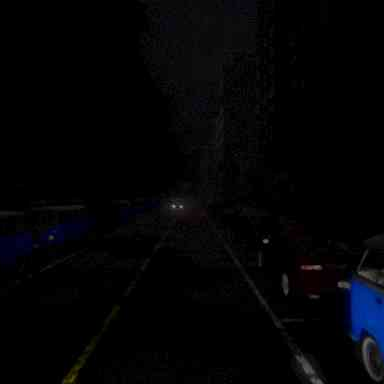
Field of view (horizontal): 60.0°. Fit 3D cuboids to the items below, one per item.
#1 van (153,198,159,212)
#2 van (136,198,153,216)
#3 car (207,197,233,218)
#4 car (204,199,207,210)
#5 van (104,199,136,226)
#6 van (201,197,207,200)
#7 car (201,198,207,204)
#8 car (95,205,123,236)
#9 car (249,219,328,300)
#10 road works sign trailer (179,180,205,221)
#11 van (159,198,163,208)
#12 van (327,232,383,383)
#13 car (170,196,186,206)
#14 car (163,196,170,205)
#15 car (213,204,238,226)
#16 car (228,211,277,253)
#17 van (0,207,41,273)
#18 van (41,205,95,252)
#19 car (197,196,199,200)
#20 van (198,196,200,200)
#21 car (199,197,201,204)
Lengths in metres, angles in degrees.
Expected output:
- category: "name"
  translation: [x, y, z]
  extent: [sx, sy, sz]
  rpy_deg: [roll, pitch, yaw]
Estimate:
- category: "van"
  translation: [-5.654, 1.720, 42.428]
  extent: [1.690, 1.788, 3.998]
  rpy_deg: [0, 0, 0]
- category: "van"
  translation: [-5.656, 1.674, 36.770]
  extent: [1.690, 1.788, 3.998]
  rpy_deg: [0, 0, 0]
- category: "car"
  translation: [2.866, 1.600, 31.129]
  extent: [2.192, 1.841, 5.009]
  rpy_deg: [0, 0, 0]
- category: "car"
  translation: [2.872, 1.924, 42.448]
  extent: [1.887, 1.381, 4.507]
  rpy_deg: [0, 0, 0]
- category: "van"
  translation: [-5.661, 1.577, 25.455]
  extent: [1.690, 1.788, 3.998]
  rpy_deg: [0, -1, 0]
- category: "van"
  translation: [2.879, 1.854, 59.430]
  extent: [1.690, 1.788, 3.998]
  rpy_deg: [0, 0, 0]
- category: "car"
  translation: [2.877, 2.051, 53.768]
  extent: [1.802, 1.307, 4.206]
  rpy_deg: [0, 0, 0]
- category: "car"
  translation: [-5.663, 1.730, 19.795]
  extent: [1.887, 1.381, 4.507]
  rpy_deg: [0, -1, 0]
- category: "car"
  translation: [2.858, 1.626, 8.487]
  extent: [1.887, 1.381, 4.507]
  rpy_deg: [0, -1, 0]
- category: "road works sign trailer"
  translation: [0.012, 0.741, 30.091]
  extent: [2.380, 3.560, 2.880]
  rpy_deg: [0, 0, 0]
- category: "van"
  translation: [-5.651, 1.766, 48.086]
  extent: [1.690, 1.788, 3.998]
  rpy_deg: [0, 0, 0]
- category: "van"
  translation: [2.854, 1.369, 2.828]
  extent: [1.690, 1.788, 3.998]
  rpy_deg: [0, -1, 0]
- category: "car"
  translation: [-2.972, 1.818, 70.973]
  extent: [2.150, 2.045, 5.566]
  rpy_deg: [0, 0, 0]
- category: "car"
  translation: [-5.639, 1.952, 76.375]
  extent: [2.192, 1.841, 5.009]
  rpy_deg: [0, 0, 0]
- category: "car"
  translation: [2.865, 1.818, 25.467]
  extent: [1.802, 1.307, 4.206]
  rpy_deg: [0, 0, 0]
- category: "car"
  translation: [2.860, 1.700, 14.146]
  extent: [1.947, 1.339, 4.313]
  rpy_deg: [0, -1, 0]
- category: "van"
  translation: [-5.669, 1.423, 8.482]
  extent: [1.690, 1.788, 3.998]
  rpy_deg: [0, -1, 0]
- category: "van"
  translation: [-5.666, 1.475, 14.140]
  extent: [1.690, 1.788, 3.998]
  rpy_deg: [0, -1, 0]
- category: "car"
  translation: [2.889, 2.242, 82.070]
  extent: [1.947, 1.339, 4.313]
  rpy_deg: [0, 0, 0]
- category: "van"
  translation: [2.886, 1.978, 76.411]
  extent: [1.690, 1.788, 3.998]
  rpy_deg: [0, 0, 0]
- category: "car"
  translation: [2.881, 2.100, 65.089]
  extent: [1.887, 1.381, 4.507]
  rpy_deg: [0, 0, 0]
